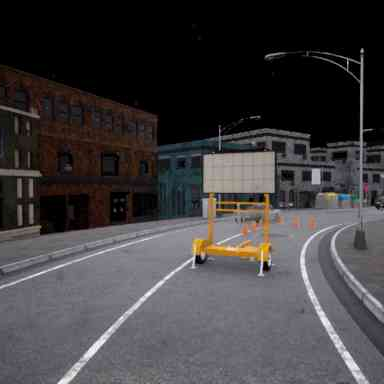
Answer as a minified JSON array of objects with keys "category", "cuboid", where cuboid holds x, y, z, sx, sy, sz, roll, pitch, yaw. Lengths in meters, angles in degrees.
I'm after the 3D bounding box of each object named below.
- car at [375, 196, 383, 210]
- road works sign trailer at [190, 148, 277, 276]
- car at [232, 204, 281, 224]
[{"category":"car","cuboid":[26.079,1.342,43.369,5.566,2.045,2.150,1,1,-36]},{"category":"road works sign trailer","cuboid":[1.519,0.460,10.603,2.380,3.560,2.880,0,0,24]},{"category":"car","cuboid":[4.851,1.577,24.582,1.895,1.301,4.718,1,0,36]}]
